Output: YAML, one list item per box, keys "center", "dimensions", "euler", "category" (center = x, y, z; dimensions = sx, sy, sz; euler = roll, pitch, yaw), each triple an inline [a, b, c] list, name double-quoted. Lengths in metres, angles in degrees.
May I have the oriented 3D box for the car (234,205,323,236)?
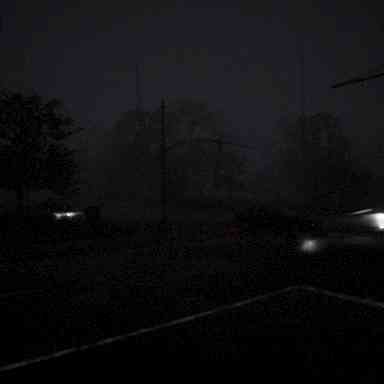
- center: [4.777, 1.533, 18.893]
  dimensions: [5.008, 1.535, 1.882]
  euler: [0, 0, 41]
  category: "car"

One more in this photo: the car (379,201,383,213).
- center: [21.513, 1.437, 35.725]
  dimensions: [2.128, 1.511, 4.902]
  euler: [0, 0, 40]
  category: "car"

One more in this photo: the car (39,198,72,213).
- center: [-14.540, 1.354, 35.425]
  dimensions: [4.181, 1.385, 1.994]
  euler: [2, 2, 41]
  category: "car"
